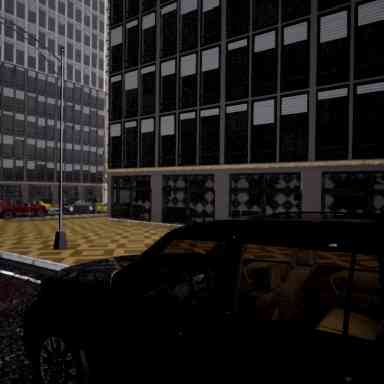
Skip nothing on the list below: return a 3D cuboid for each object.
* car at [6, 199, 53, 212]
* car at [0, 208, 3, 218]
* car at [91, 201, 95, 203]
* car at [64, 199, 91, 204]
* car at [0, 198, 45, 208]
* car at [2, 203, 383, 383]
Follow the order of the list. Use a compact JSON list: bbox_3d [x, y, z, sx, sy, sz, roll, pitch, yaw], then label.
[{"bbox_3d":[-19.632,1.640,40.456,1.752,1.417,4.829,1,0,37],"label":"car"},{"bbox_3d":[-7.318,1.347,8.929,4.553,1.767,2.097,0,0,36],"label":"car"},{"bbox_3d":[-9.337,1.828,40.263,1.752,1.417,4.829,1,0,37],"label":"car"},{"bbox_3d":[-14.697,1.703,42.739,1.837,1.490,4.892,1,0,37],"label":"car"},{"bbox_3d":[-16.161,1.517,31.071,2.192,1.841,5.009,1,0,37],"label":"car"},{"bbox_3d":[0.665,1.221,3.209,5.566,2.045,2.150,0,0,36],"label":"car"}]
